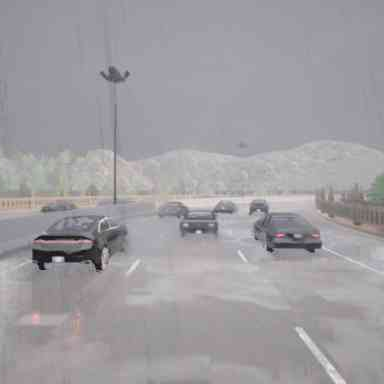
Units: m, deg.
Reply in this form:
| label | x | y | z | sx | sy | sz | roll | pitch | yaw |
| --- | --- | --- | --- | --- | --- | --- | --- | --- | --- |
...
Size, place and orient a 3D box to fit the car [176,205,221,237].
| label | x | y | z | sx | sy | sz | roll | pitch | yaw |
| --- | --- | --- | --- | --- | --- | --- | --- | --- | --- |
| car | 0.503 | 1.602 | 18.005 | 1.895 | 1.301 | 4.718 | 0 | 0 | 5 |

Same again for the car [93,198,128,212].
| label | x | y | z | sx | sy | sz | roll | pitch | yaw |
| --- | --- | --- | --- | --- | --- | --- | --- | --- | --- |
| car | -9.695 | 1.506 | 40.026 | 1.837 | 1.490 | 4.892 | 0 | 0 | 17 |

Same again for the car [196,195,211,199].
| label | x | y | z | sx | sy | sz | roll | pitch | yaw |
| --- | --- | --- | --- | --- | --- | --- | --- | --- | --- |
| car | 2.555 | 1.462 | 73.231 | 1.837 | 1.490 | 4.892 | 0 | 0 | 34 |

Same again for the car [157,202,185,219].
| label | x | y | z | sx | sy | sz | roll | pitch | yaw |
| --- | --- | --- | --- | --- | --- | --- | --- | --- | --- |
| car | -1.504 | 1.548 | 28.967 | 2.033 | 1.411 | 5.357 | 0 | 0 | 11 |

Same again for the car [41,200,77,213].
| label | x | y | z | sx | sy | sz | roll | pitch | yaw |
| --- | --- | --- | --- | --- | --- | --- | --- | --- | --- |
| car | -14.366 | 1.565 | 36.044 | 1.994 | 1.385 | 4.181 | 0 | 0 | 15 |

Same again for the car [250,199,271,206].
| label | x | y | z | sx | sy | sz | roll | pitch | yaw |
| --- | --- | --- | --- | --- | --- | --- | --- | --- | --- |
| car | 7.047 | 1.506 | 34.358 | 1.837 | 1.490 | 4.892 | 0 | 0 | 16 |

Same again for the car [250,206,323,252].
| label | x | y | z | sx | sy | sz | roll | pitch | yaw |
| --- | --- | --- | --- | --- | --- | --- | --- | --- | --- |
| car | 3.733 | 1.548 | 13.884 | 2.033 | 1.411 | 5.357 | 0 | 0 | 2 |

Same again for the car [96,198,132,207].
| label | x | y | z | sx | sy | sz | roll | pitch | yaw |
| --- | --- | --- | --- | --- | --- | --- | --- | --- | --- |
| car | -7.611 | 1.506 | 34.326 | 1.837 | 1.490 | 4.892 | 0 | 0 | 15 |

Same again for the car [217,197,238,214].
| label | x | y | z | sx | sy | sz | roll | pitch | yaw |
| --- | --- | --- | --- | --- | --- | --- | --- | --- | --- |
| car | 3.645 | 1.565 | 35.113 | 1.994 | 1.385 | 4.181 | 0 | 0 | 15 |

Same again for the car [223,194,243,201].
| label | x | y | z | sx | sy | sz | roll | pitch | yaw |
| --- | --- | --- | --- | --- | --- | --- | --- | --- | --- |
| car | 9.538 | 1.292 | 76.654 | 2.033 | 1.411 | 5.357 | 0 | 0 | 37 |

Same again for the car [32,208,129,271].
| label | x | y | z | sx | sy | sz | roll | pitch | yaw |
| --- | --- | --- | --- | --- | --- | --- | --- | --- | --- |
| car | -3.348 | 1.492 | 10.862 | 2.128 | 1.511 | 4.902 | 0 | 0 | 1 |
